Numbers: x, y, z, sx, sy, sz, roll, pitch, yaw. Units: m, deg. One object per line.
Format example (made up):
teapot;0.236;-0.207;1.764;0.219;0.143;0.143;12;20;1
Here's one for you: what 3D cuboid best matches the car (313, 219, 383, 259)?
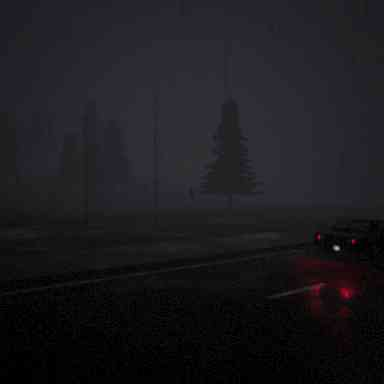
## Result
car;6.965;1.726;13.096;4.718;1.301;1.895;1;0;-35
